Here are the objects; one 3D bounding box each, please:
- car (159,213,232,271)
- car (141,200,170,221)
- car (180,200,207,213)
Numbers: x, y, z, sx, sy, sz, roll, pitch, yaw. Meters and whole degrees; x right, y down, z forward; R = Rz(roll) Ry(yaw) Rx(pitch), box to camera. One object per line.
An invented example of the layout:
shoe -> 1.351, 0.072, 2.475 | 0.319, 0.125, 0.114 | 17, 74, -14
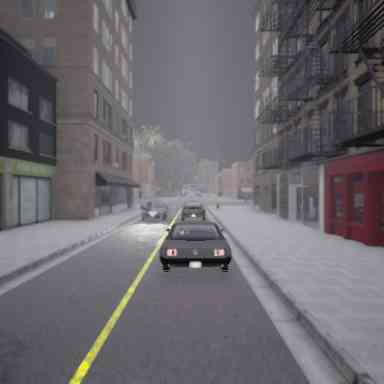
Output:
car -> 0.099, 1.564, 10.701 | 1.895, 1.301, 4.718 | 0, 0, 0
car -> -2.827, 1.406, 26.402 | 2.128, 1.511, 4.902 | 0, 0, 0
car -> 0.107, 1.421, 26.071 | 1.837, 1.490, 4.892 | 0, 0, 0
